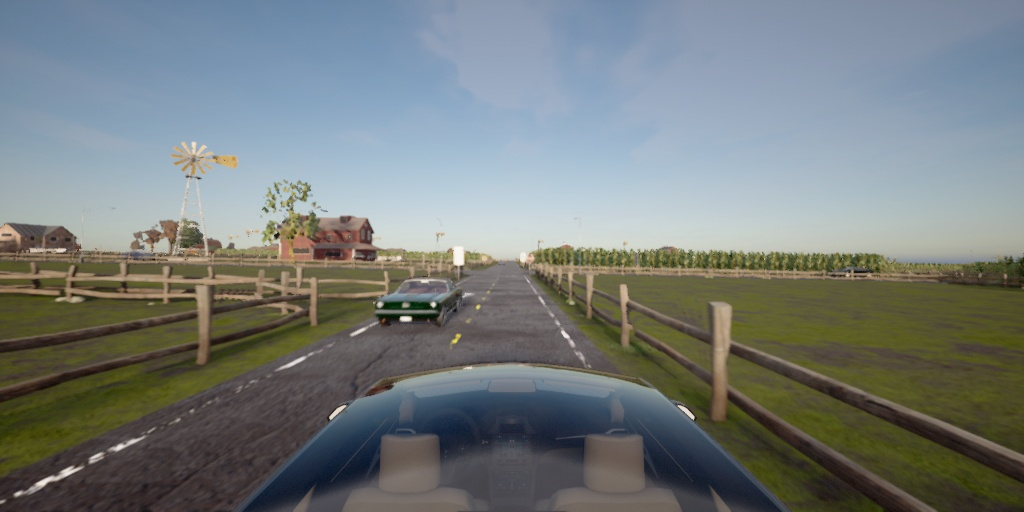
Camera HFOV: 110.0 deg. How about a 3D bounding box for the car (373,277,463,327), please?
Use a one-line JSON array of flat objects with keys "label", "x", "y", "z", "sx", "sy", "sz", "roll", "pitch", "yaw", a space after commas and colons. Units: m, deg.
[{"label": "car", "x": -2.845, "y": 1.400, "z": 11.841, "sx": 1.895, "sy": 1.301, "sz": 4.718, "roll": 0, "pitch": 0, "yaw": 0}]
